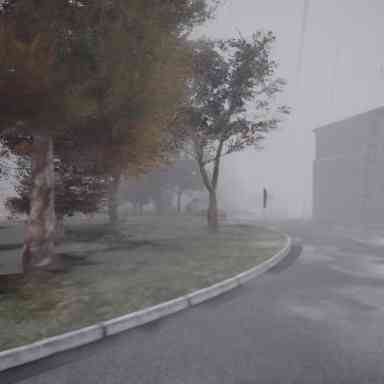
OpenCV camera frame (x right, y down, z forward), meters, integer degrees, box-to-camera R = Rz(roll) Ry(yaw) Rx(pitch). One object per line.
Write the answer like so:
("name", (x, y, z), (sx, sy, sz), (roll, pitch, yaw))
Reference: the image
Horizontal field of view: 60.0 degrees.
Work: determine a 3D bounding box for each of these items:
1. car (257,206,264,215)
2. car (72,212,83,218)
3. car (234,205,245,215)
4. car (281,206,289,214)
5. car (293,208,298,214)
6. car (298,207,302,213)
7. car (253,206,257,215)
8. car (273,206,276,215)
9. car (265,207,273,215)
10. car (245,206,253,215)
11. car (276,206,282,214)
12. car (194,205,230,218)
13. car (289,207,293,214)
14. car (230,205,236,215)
("car", (12.955, 4.386, 74.819), (5.366, 1.575, 1.946), (0, -2, 20))
("car", (-18.983, 3.189, 50.417), (4.902, 1.511, 2.128), (-1, -3, 16))
("car", (7.389, 3.710, 67.956), (5.566, 2.045, 2.435), (0, -3, 19))
("car", (20.877, 4.590, 83.782), (5.566, 2.045, 2.435), (0, -2, 21))
("car", (24.845, 5.005, 88.217), (5.008, 1.535, 2.097), (0, -2, 22))
("car", (26.798, 4.951, 90.454), (4.553, 1.767, 2.185), (0, -2, 22))
("car", (11.192, 4.126, 72.513), (4.553, 1.767, 2.185), (0, -3, 20))
("car", (17.031, 4.510, 79.275), (4.553, 1.767, 2.185), (0, -2, 21))
("car", (15.096, 4.267, 77.032), (5.566, 2.045, 2.435), (0, -3, 20))
("car", (9.346, 3.856, 70.228), (5.566, 2.045, 2.435), (0, -3, 20))
("car", (18.918, 4.773, 81.534), (4.792, 1.488, 2.163), (0, -2, 21))
("car", (2.213, 2.586, 41.501), (1.994, 1.385, 4.181), (3, -5, -44))
("car", (22.864, 4.930, 86.007), (4.892, 1.521, 2.231), (0, -2, 21))
("car", (5.525, 3.817, 65.645), (4.892, 1.521, 2.231), (0, -3, 19))
